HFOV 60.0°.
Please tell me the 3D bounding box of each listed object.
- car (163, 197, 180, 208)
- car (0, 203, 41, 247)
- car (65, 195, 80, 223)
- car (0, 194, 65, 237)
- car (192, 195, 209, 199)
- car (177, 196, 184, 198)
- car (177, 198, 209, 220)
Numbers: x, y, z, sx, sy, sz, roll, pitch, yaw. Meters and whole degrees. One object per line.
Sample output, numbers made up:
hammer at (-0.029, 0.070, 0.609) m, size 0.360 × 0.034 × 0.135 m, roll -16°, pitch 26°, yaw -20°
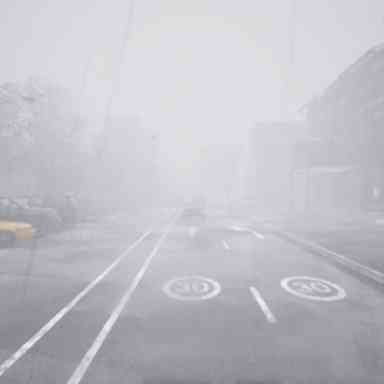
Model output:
car at (-3.305, 1.890, 52.673) m, size 1.994 × 1.385 × 4.181 m, roll 0°, pitch -1°, yaw 2°
car at (-9.279, 1.456, 13.494) m, size 5.366 × 1.575 × 1.946 m, roll -1°, pitch 0°, yaw -20°
car at (-9.466, 1.192, 19.318) m, size 5.566 × 2.045 × 2.435 m, roll -1°, pitch 0°, yaw -20°
car at (-9.420, 1.201, 16.390) m, size 5.566 × 2.045 × 2.435 m, roll -1°, pitch 0°, yaw -20°
car at (0.903, 1.390, 45.894) m, size 2.150 × 2.045 × 5.566 m, roll 0°, pitch -1°, yaw 2°
car at (-2.640, 1.902, 68.361) m, size 2.150 × 2.045 × 5.566 m, roll 0°, pitch -1°, yaw 3°
car at (0.149, 1.476, 27.691) m, size 2.033 × 1.411 × 5.357 m, roll 0°, pitch 0°, yaw 1°
